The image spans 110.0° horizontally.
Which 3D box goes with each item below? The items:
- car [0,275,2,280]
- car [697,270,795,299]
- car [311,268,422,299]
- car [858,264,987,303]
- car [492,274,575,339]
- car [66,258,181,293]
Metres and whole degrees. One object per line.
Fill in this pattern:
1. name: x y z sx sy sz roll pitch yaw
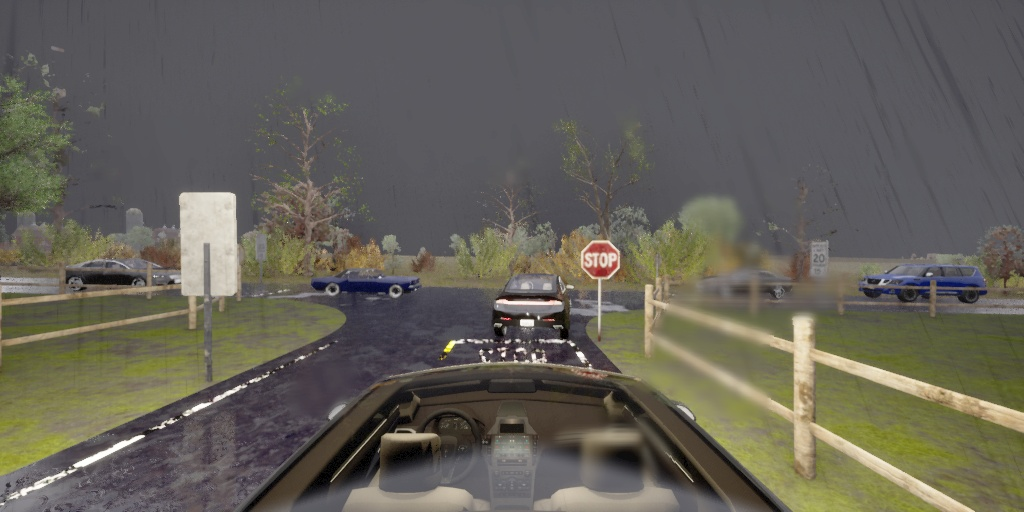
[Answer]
1. car: -27.784 0.716 17.238 4.674 1.442 1.812 1 1 0
2. car: 13.015 1.524 20.116 4.902 1.511 2.128 1 1 0
3. car: -6.813 1.247 17.201 4.718 1.301 1.895 1 1 0
4. car: 22.910 1.465 20.099 5.566 2.045 2.150 1 1 0
5. car: 0.711 1.239 10.165 2.128 1.511 4.902 0 0 9
6. car: -18.481 0.884 17.225 4.902 1.511 2.128 1 1 0
